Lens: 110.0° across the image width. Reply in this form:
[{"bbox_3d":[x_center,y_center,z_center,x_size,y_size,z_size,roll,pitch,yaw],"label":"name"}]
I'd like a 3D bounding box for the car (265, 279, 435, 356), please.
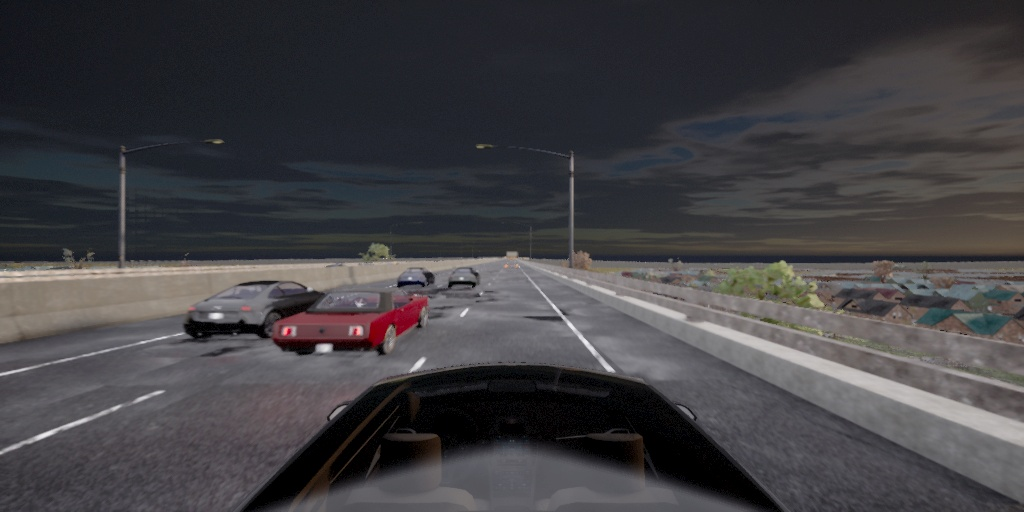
[{"bbox_3d":[-3.401,1.407,8.729,1.895,1.301,4.718,0,0,0],"label":"car"}]

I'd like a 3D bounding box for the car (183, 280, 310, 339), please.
[{"bbox_3d":[-6.902,1.383,10.373,1.994,1.385,4.181,0,0,0],"label":"car"}]

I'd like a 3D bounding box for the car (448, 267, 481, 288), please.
[{"bbox_3d":[-3.404,1.508,26.240,1.994,1.385,4.181,0,0,0],"label":"car"}]

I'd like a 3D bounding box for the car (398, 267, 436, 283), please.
[{"bbox_3d":[-6.905,1.508,26.309,1.994,1.385,4.181,0,0,0],"label":"car"}]

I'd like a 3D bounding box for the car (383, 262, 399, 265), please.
[{"bbox_3d":[-17.556,1.616,52.303,1.882,1.535,5.008,0,0,1],"label":"car"}]

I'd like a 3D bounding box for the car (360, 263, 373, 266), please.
[{"bbox_3d":[-21.053,1.701,52.311,1.994,1.385,4.181,0,0,1],"label":"car"}]

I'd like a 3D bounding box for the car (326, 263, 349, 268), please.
[{"bbox_3d":[-24.557,1.689,50.594,1.994,1.385,4.181,0,0,0],"label":"car"}]
